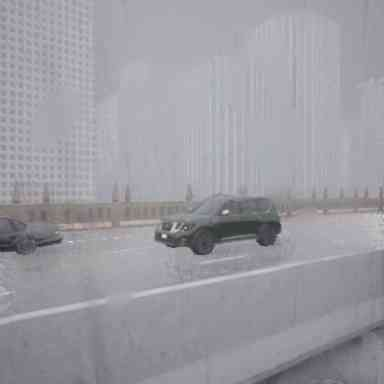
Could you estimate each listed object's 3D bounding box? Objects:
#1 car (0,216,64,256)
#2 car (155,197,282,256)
[{"bbox_3d":[-7.401,1.547,11.610,5.357,1.411,2.033,0,0,-35],"label":"car"},{"bbox_3d":[1.260,1.221,13.485,5.566,2.045,2.150,0,0,-35],"label":"car"}]
